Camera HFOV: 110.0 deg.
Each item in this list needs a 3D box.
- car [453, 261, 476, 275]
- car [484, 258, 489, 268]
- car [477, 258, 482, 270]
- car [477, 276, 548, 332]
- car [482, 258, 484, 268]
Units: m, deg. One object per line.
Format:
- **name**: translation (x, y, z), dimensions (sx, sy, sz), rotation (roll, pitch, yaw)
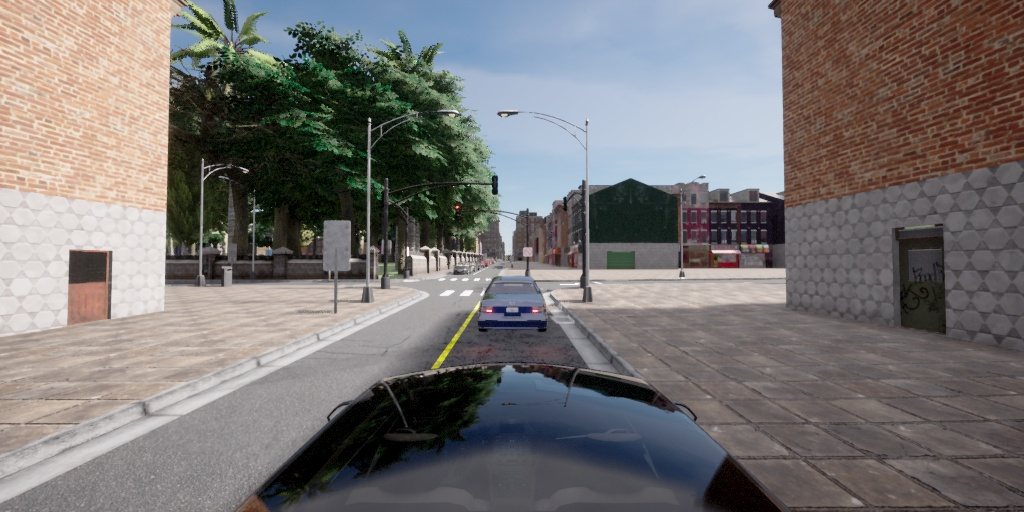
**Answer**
- **car**: translation (-5.497, 1.333, 39.996), dimensions (2.007, 1.370, 4.403), rotation (0, 0, 0)
- **car**: translation (-5.640, 1.416, 63.481), dimensions (1.802, 1.307, 4.207), rotation (0, 0, 0)
- **car**: translation (-5.522, 1.344, 47.131), dimensions (2.007, 1.370, 4.403), rotation (0, 0, 0)
- **car**: translation (0.028, 1.301, 10.850), dimensions (2.033, 1.411, 5.357), rotation (0, 0, 0)
- **car**: translation (-5.561, 1.371, 52.581), dimensions (1.948, 1.339, 4.313), rotation (0, 0, 0)
